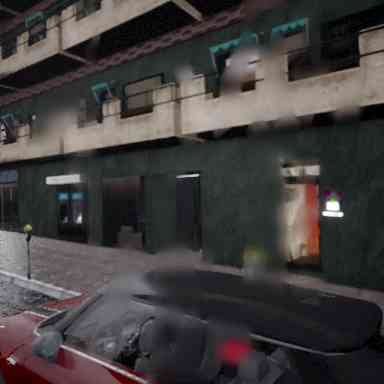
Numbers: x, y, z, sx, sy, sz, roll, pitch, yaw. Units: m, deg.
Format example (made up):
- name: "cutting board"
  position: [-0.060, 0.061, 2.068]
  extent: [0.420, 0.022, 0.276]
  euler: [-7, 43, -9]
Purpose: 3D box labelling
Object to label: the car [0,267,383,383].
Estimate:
- name: "car"
  position: [-0.266, 1.427, 2.944]
  extent: [4.097, 1.590, 1.967]
  euler: [1, -2, 36]
